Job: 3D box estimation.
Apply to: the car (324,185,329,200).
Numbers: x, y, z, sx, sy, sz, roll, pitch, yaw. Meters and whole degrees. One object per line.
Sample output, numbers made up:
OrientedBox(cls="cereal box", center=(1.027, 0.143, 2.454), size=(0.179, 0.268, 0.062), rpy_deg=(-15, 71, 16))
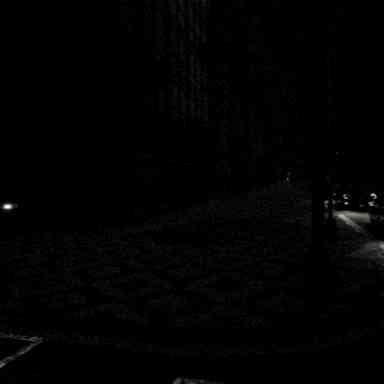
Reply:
OrientedBox(cls="car", center=(13.900, -0.068, 32.446), size=(1.812, 1.442, 4.674), rpy_deg=(-1, 2, 16))

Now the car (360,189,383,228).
OrientedBox(cls="car", center=(8.476, 0.786, 13.478), size=(2.033, 1.411, 5.357), rpy_deg=(-1, 2, 19))

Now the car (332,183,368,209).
OrientedBox(cls="car", center=(11.080, 0.185, 22.728), size=(2.097, 1.767, 4.553), rpy_deg=(-1, 2, 16))
